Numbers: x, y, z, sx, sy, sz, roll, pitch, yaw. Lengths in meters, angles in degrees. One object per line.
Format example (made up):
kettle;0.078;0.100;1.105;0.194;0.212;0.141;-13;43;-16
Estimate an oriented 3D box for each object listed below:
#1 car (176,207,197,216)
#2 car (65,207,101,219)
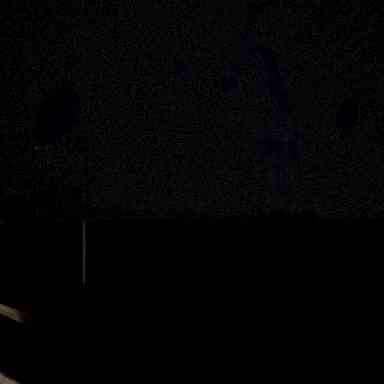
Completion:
car;-1.020;3.515;59.872;2.128;1.511;4.902;0;-3;36
car;-13.821;2.607;42.024;1.837;1.490;4.892;0;-2;35
